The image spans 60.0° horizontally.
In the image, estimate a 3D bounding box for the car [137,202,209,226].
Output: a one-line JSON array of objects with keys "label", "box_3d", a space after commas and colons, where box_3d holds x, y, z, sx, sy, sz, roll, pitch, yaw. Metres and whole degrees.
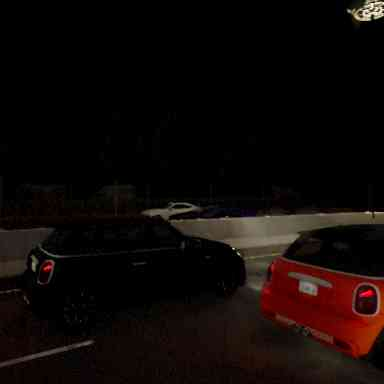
[{"label": "car", "box_3d": [-1.310, 1.460, 23.358, 4.674, 1.442, 1.812, 0, 0, -28]}]

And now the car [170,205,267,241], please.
[{"label": "car", "box_3d": [1.383, 1.483, 16.866, 4.674, 1.442, 1.812, 0, 0, -29]}]

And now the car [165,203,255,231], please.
[{"label": "car", "box_3d": [1.159, 1.494, 20.783, 5.357, 1.411, 2.033, 0, 0, -28]}]

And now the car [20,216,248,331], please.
[{"label": "car", "box_3d": [-1.019, 1.330, 7.033, 4.553, 1.767, 2.097, 0, 0, -34]}]

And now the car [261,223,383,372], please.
[{"label": "car", "box_3d": [3.407, 1.343, 5.689, 4.553, 1.767, 2.097, 0, 0, -32]}]
